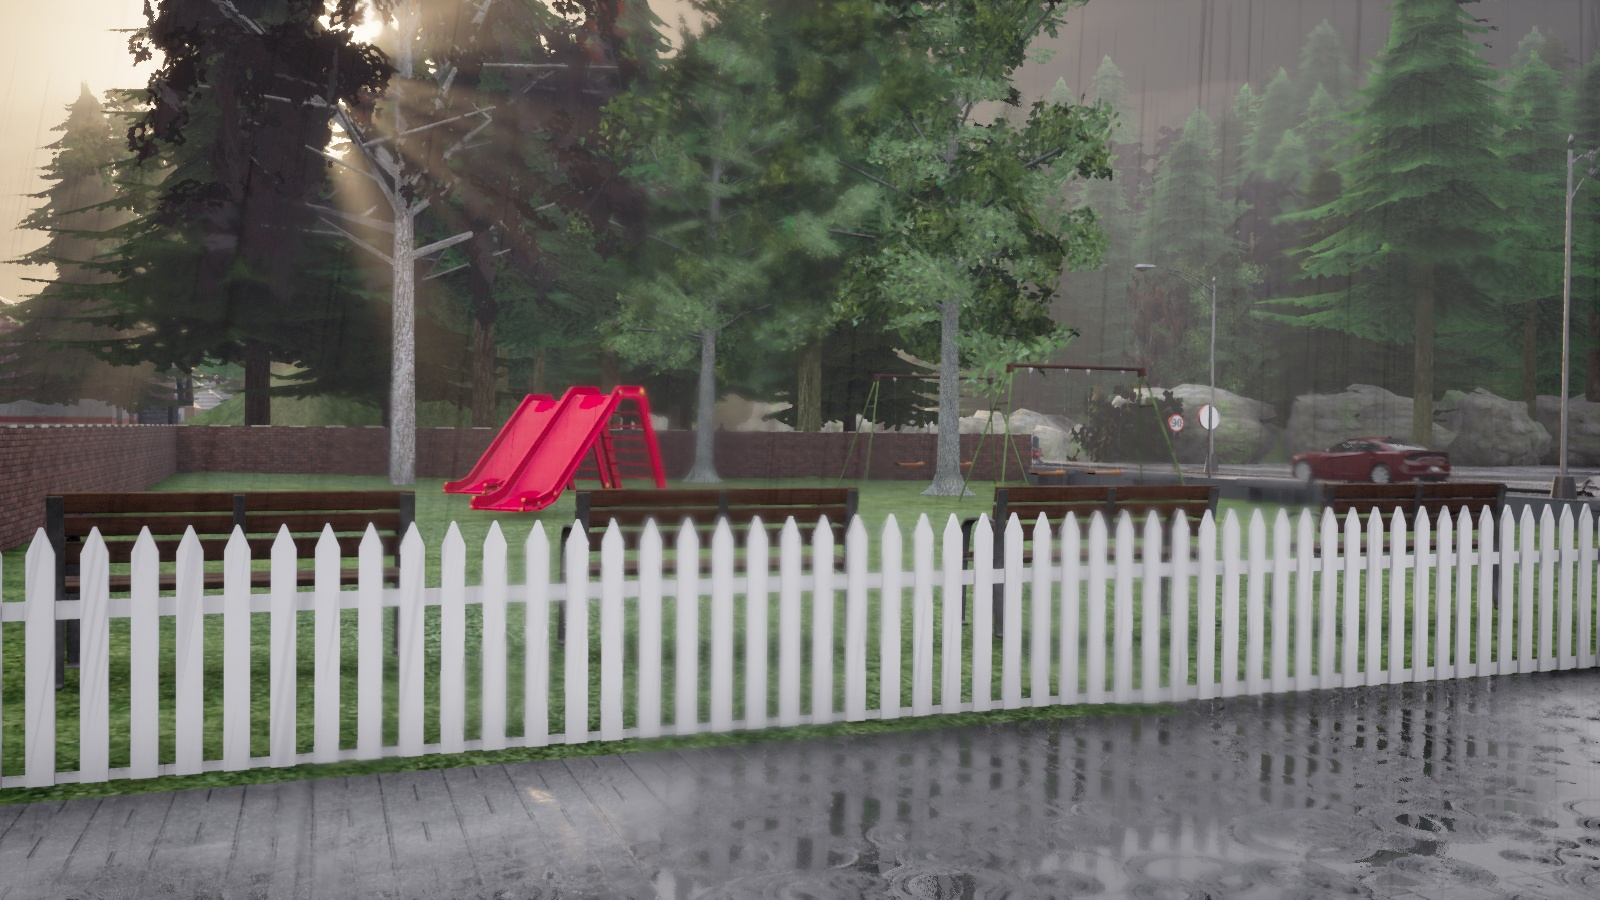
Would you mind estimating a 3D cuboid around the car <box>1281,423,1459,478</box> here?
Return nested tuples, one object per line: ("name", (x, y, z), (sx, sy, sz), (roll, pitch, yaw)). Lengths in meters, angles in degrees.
("car", (17.137, -0.029, 38.063), (1.882, 1.535, 5.008), (-1, 1, -21))

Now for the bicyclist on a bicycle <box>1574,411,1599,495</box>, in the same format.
("bicyclist on a bicycle", (17.326, 0.053, 26.332), (0.659, 1.776, 1.843), (-1, 1, -21))

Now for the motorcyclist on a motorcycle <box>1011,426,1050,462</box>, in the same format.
("motorcyclist on a motorcycle", (10.280, -0.271, 56.048), (0.866, 1.590, 1.817), (-1, 1, -21))
